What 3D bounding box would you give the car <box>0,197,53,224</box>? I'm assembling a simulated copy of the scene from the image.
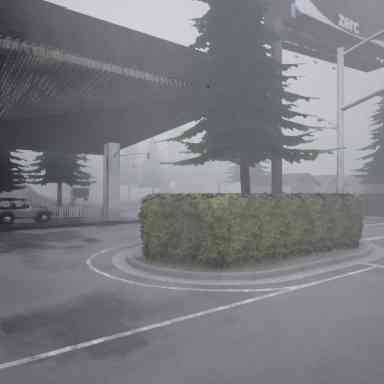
[{"bbox_3d":[-12.003,1.313,23.463,3.866,1.878,1.905,0,0,-36],"label":"car"}]
